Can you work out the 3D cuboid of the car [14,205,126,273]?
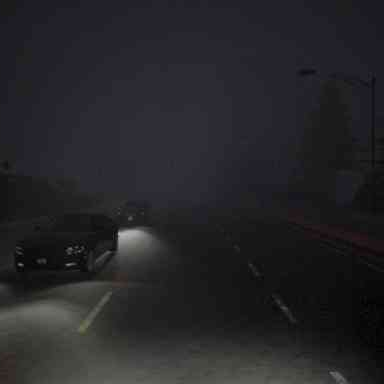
[{"bbox_3d":[-3.639,1.382,10.528,1.882,1.535,5.008,0,0,0],"label":"car"}]

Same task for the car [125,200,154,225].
[{"bbox_3d":[-3.668,1.281,22.193,2.128,1.511,4.902,0,1,0],"label":"car"}]
